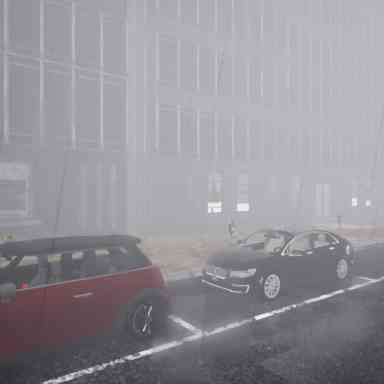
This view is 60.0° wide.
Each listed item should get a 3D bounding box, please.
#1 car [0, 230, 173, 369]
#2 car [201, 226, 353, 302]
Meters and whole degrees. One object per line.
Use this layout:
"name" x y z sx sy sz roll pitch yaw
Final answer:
"car" -2.391 1.440 4.856 4.097 1.590 1.967 0 0 -36
"car" 2.239 1.550 8.167 4.403 1.369 2.008 0 0 -36
